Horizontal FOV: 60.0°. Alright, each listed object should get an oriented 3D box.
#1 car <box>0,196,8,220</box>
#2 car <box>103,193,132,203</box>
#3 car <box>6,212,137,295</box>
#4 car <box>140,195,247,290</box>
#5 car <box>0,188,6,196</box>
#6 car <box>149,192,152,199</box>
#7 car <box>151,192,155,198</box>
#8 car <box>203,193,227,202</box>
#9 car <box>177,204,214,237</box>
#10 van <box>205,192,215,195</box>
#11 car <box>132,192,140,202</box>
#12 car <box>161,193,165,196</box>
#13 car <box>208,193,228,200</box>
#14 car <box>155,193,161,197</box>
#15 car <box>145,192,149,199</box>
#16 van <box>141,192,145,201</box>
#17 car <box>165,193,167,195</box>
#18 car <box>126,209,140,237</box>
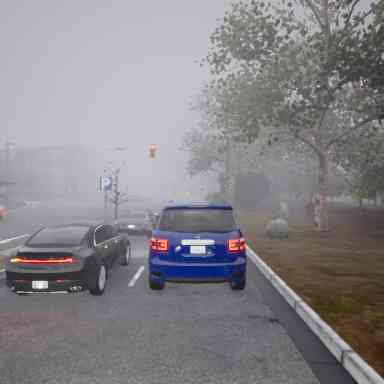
[{"bbox_3d":[-16.586,1.404,25.177,4.553,1.767,2.185,-1,0,-19],"label":"car"},{"bbox_3d":[-14.340,1.358,62.979,4.792,1.488,2.163,-1,0,-15],"label":"car"},{"bbox_3d":[-2.876,1.515,8.741,1.837,1.490,4.892,0,0,0],"label":"car"},{"bbox_3d":[0.126,1.233,9.226,2.150,2.045,5.566,0,0,0],"label":"car"},{"bbox_3d":[-31.076,0.137,53.875,2.002,1.452,4.674,6,-3,-19],"label":"car"},{"bbox_3d":[-12.511,1.360,77.927,4.674,1.452,2.002,-1,0,-13],"label":"car"},{"bbox_3d":[-12.134,1.359,80.928,4.674,1.452,2.002,-1,0,-13],"label":"car"},{"bbox_3d":[4.780,1.142,68.512,4.553,1.767,2.185,1,0,-14],"label":"car"},{"bbox_3d":[0.204,1.531,19.085,1.837,1.490,4.892,0,0,0],"label":"car"},{"bbox_3d":[4.392,1.043,65.543,4.442,1.987,1.878,1,0,-14],"label":"van"},{"bbox_3d":[-13.690,1.315,65.970,5.366,1.575,1.946,-1,0,-15],"label":"car"},{"bbox_3d":[-10.854,1.065,89.914,5.566,2.045,2.435,-1,0,-12],"label":"car"},{"bbox_3d":[6.595,1.129,83.209,4.553,1.767,2.185,1,0,-12],"label":"car"},{"bbox_3d":[-11.309,1.358,86.909,4.674,1.452,2.002,-1,0,-12],"label":"car"},{"bbox_3d":[-12.889,1.322,74.932,4.892,1.521,2.231,-1,0,-13],"label":"car"},{"bbox_3d":[-13.122,1.093,71.961,4.442,1.987,1.878,-1,0,-14],"label":"van"},{"bbox_3d":[-10.427,1.316,92.892,5.008,1.535,2.097,-1,0,-11],"label":"car"},{"bbox_3d":[-2.815,1.589,17.627,1.994,1.385,4.181,0,0,1],"label":"car"}]
